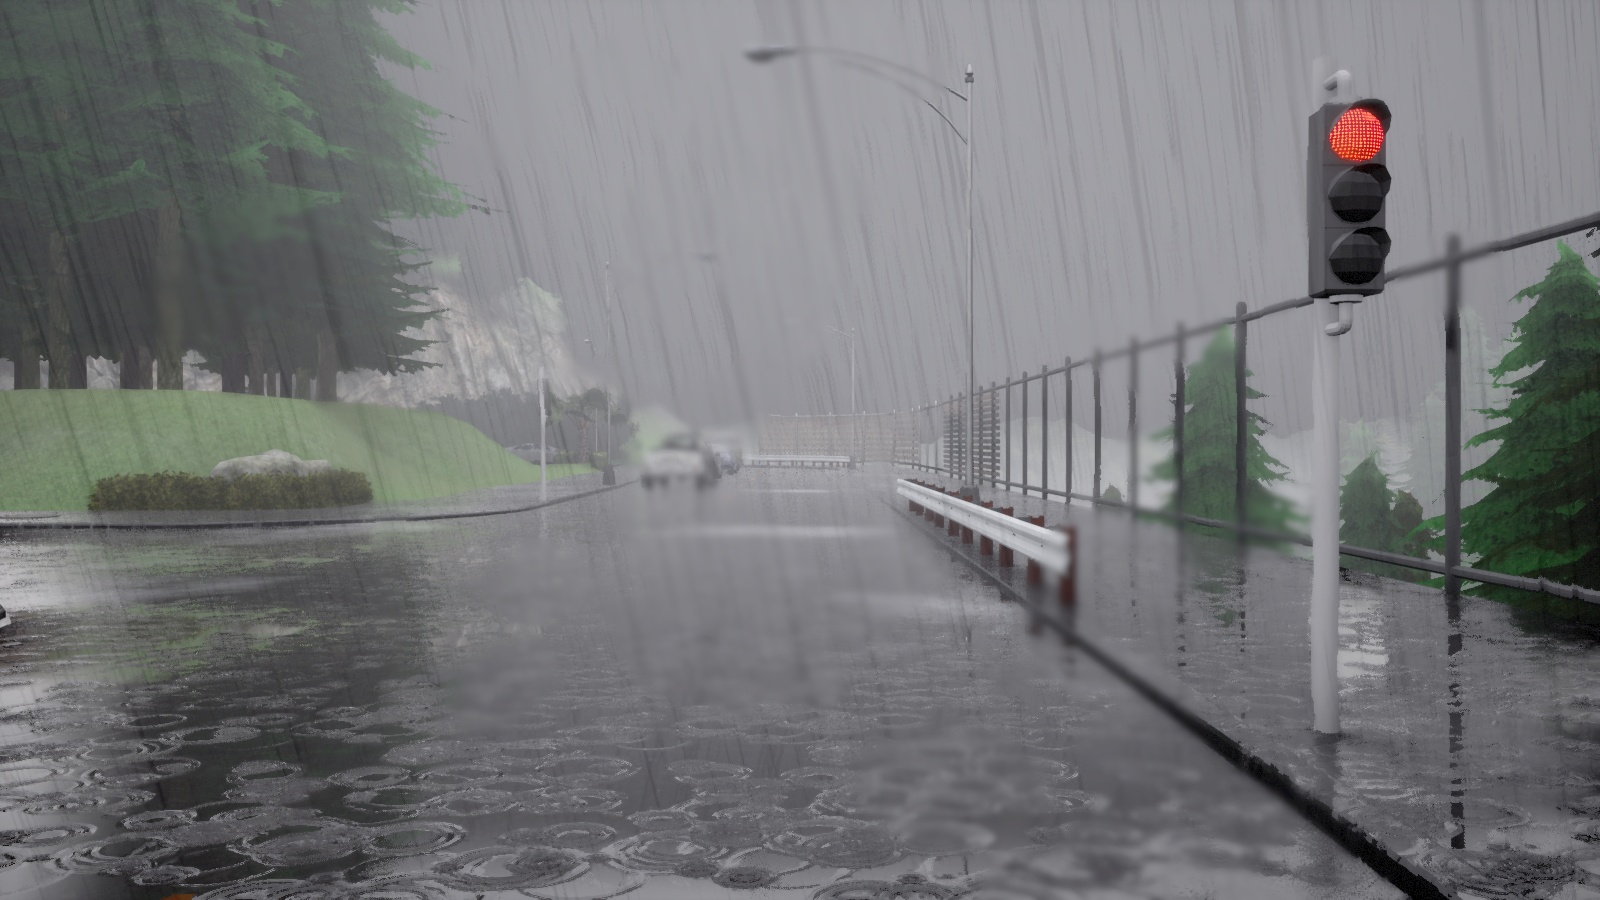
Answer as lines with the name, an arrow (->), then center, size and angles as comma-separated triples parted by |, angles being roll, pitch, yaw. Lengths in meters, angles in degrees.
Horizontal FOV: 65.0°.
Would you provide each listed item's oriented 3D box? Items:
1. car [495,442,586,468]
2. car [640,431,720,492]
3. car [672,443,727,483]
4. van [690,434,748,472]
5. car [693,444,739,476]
car -> -15.140, 0.276, 73.455 | 4.902, 1.511, 2.128 | 0, 0, 0
car -> -3.834, 0.330, 40.803 | 1.932, 1.855, 4.605 | 0, 0, 3
car -> -3.912, 0.478, 49.425 | 1.845, 1.501, 3.633 | 0, 0, 0
van -> -4.410, 0.111, 67.646 | 1.775, 1.987, 4.442 | 0, 1, -23
car -> -3.869, 0.439, 58.518 | 1.812, 1.442, 4.674 | 0, 0, 0
